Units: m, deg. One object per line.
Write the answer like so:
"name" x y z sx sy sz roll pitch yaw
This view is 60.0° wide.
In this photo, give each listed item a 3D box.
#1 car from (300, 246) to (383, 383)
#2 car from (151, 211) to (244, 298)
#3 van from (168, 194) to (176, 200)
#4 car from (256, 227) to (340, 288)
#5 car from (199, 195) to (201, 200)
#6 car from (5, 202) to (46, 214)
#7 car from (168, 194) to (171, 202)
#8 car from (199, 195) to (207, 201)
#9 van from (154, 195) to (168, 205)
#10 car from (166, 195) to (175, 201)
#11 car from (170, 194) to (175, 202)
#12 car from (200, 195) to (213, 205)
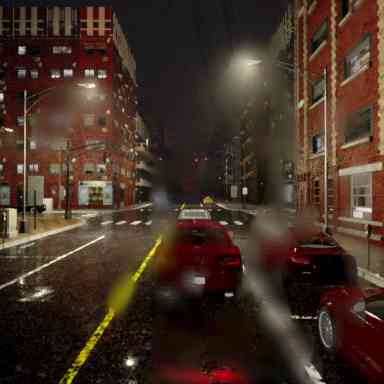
"car" 2.673 1.583 3.250 1.802 1.307 4.206 1 0 0
"car" 0.112 1.480 8.588 1.882 1.535 5.008 0 0 0
"van" -5.521 1.375 92.126 1.690 1.788 3.998 1 0 0
"car" 2.852 1.584 8.906 1.802 1.307 4.206 1 0 0
"car" 2.837 1.572 80.770 1.887 1.381 4.507 1 0 0
"car" -18.648 1.729 37.324 4.313 1.339 1.947 0 -1 0
"car" -5.572 1.602 63.865 1.802 1.307 4.206 1 0 0
"car" 2.846 1.596 86.421 1.947 1.339 4.313 1 0 0
"van" -5.578 1.359 58.213 1.690 1.788 3.998 1 0 0
"car" -5.533 1.581 86.474 2.008 1.369 4.403 1 0 0
"car" -5.553 1.607 75.169 1.802 1.307 4.206 1 0 0
"car" 2.799 1.543 58.329 1.752 1.417 4.829 1 0 0
